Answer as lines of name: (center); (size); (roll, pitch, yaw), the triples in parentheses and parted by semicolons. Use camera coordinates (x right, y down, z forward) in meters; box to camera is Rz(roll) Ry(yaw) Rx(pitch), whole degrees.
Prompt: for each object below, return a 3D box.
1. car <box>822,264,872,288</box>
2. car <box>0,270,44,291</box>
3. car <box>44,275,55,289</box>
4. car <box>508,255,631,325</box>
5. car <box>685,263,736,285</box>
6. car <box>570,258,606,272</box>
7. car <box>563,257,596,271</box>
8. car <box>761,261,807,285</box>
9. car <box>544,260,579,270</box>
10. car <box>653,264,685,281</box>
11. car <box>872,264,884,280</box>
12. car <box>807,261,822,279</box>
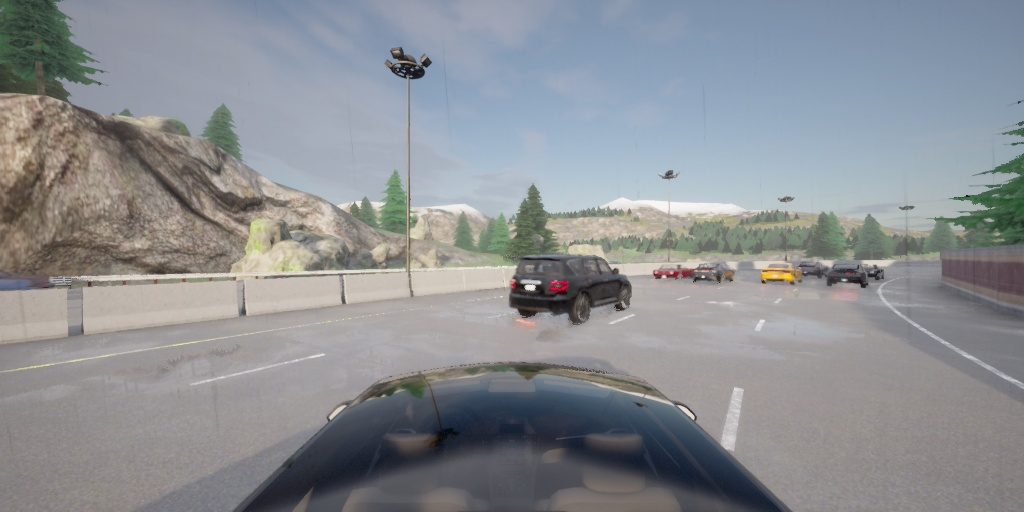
car: (22.503, 1.255, 24.013); (4.892, 1.490, 1.837); (0, 0, -43)
car: (-22.639, 1.297, 13.778); (2.033, 1.411, 5.357); (0, 0, 33)
car: (-25.157, 1.297, 16.319); (2.033, 1.411, 5.357); (0, 0, 33)
car: (2.176, 0.973, 12.237); (2.150, 2.045, 5.566); (0, 0, 38)
car: (14.979, 1.242, 26.531); (4.902, 1.511, 2.128); (0, 0, -45)
car: (9.732, 1.101, 45.720); (4.553, 1.767, 2.097); (0, 0, -41)
car: (9.429, 1.100, 50.079); (4.553, 1.767, 2.097); (0, 0, -40)
car: (19.817, 1.228, 26.289); (5.008, 1.535, 1.882); (0, 0, -44)
car: (7.408, 1.297, 52.953); (5.357, 1.411, 2.033); (0, 0, -40)
car: (13.785, 1.351, 30.279); (4.718, 1.301, 1.895); (0, 0, -44)
car: (30.458, 1.351, 30.828); (4.718, 1.301, 1.895); (0, 0, -39)
car: (27.777, 1.241, 33.140); (4.902, 1.511, 2.128); (0, 0, -39)
